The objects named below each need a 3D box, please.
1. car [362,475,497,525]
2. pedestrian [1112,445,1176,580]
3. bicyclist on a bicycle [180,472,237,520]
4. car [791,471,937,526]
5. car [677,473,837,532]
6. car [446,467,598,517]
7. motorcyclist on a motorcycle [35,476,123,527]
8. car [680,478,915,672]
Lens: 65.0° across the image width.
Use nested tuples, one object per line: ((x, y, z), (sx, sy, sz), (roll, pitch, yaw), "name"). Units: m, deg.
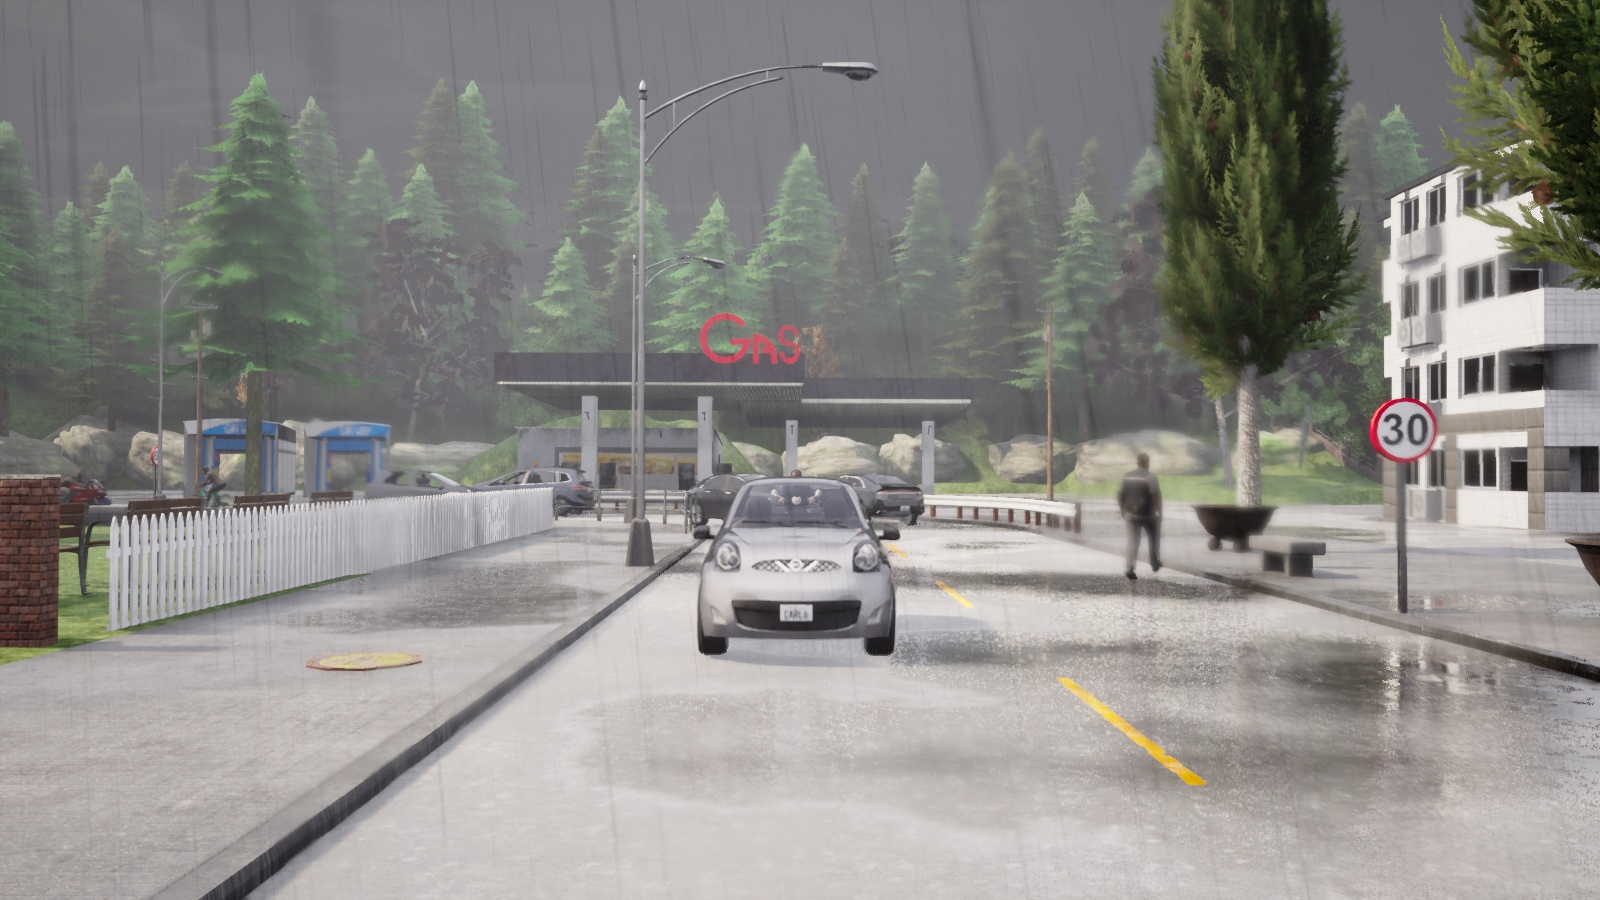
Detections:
((-11.418, 1.524, 38.829), (3.633, 1.501, 1.845), (0, -1, 0), "car")
((4.950, 0.878, 18.069), (0.563, 1.883, 0.849), (-1, -1, 41), "pedestrian")
((-20.150, 1.565, 42.789), (1.656, 1.620, 0.582), (-1, -1, 0), "bicyclist on a bicycle")
((1.801, 1.390, 37.292), (2.128, 1.511, 4.902), (0, -1, -27), "car")
((-1.253, 1.403, 34.442), (1.837, 1.490, 4.892), (2, -2, -38), "car")
((-9.428, 1.414, 42.822), (4.611, 1.667, 2.242), (0, -1, 4), "car")
((-22.254, 1.588, 38.784), (2.191, 1.530, 0.866), (0, -1, 0), "motorcyclist on a motorcycle")
((-0.022, 1.025, 11.700), (1.845, 1.501, 3.633), (0, -1, 0), "car")
